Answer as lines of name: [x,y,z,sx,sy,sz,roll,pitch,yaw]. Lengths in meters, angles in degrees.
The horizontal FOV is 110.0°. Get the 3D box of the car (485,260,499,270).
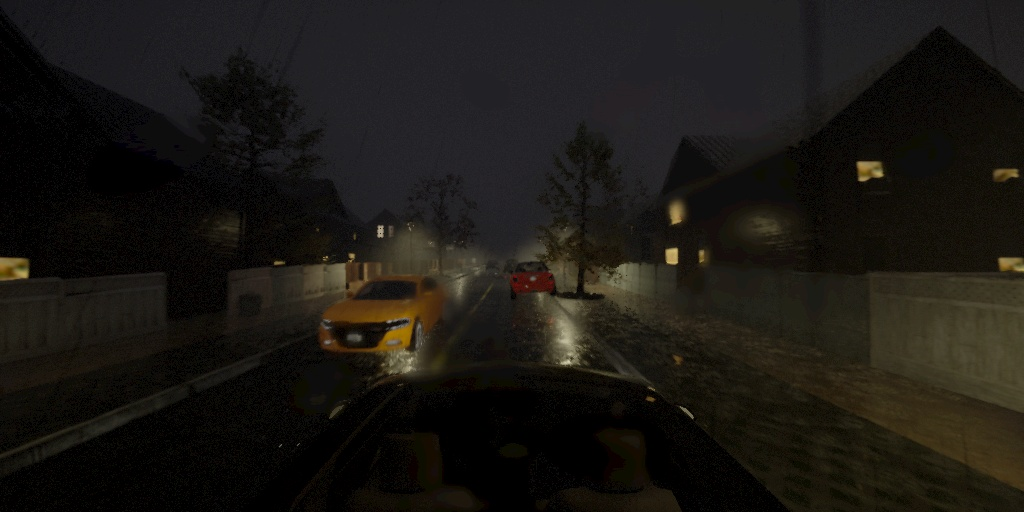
car: [-2.805,1.301,51.745,2.033,1.411,5.357,0,0,0]

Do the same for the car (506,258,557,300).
car: [0.926,1.042,17.886,2.097,1.767,4.553,-3,-1,0]

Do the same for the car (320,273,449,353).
car: [-2.847,1.222,9.039,1.882,1.535,5.008,0,0,0]

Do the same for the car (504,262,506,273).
car: [0.075,1.100,44.301,2.097,1.767,4.553,0,0,0]
